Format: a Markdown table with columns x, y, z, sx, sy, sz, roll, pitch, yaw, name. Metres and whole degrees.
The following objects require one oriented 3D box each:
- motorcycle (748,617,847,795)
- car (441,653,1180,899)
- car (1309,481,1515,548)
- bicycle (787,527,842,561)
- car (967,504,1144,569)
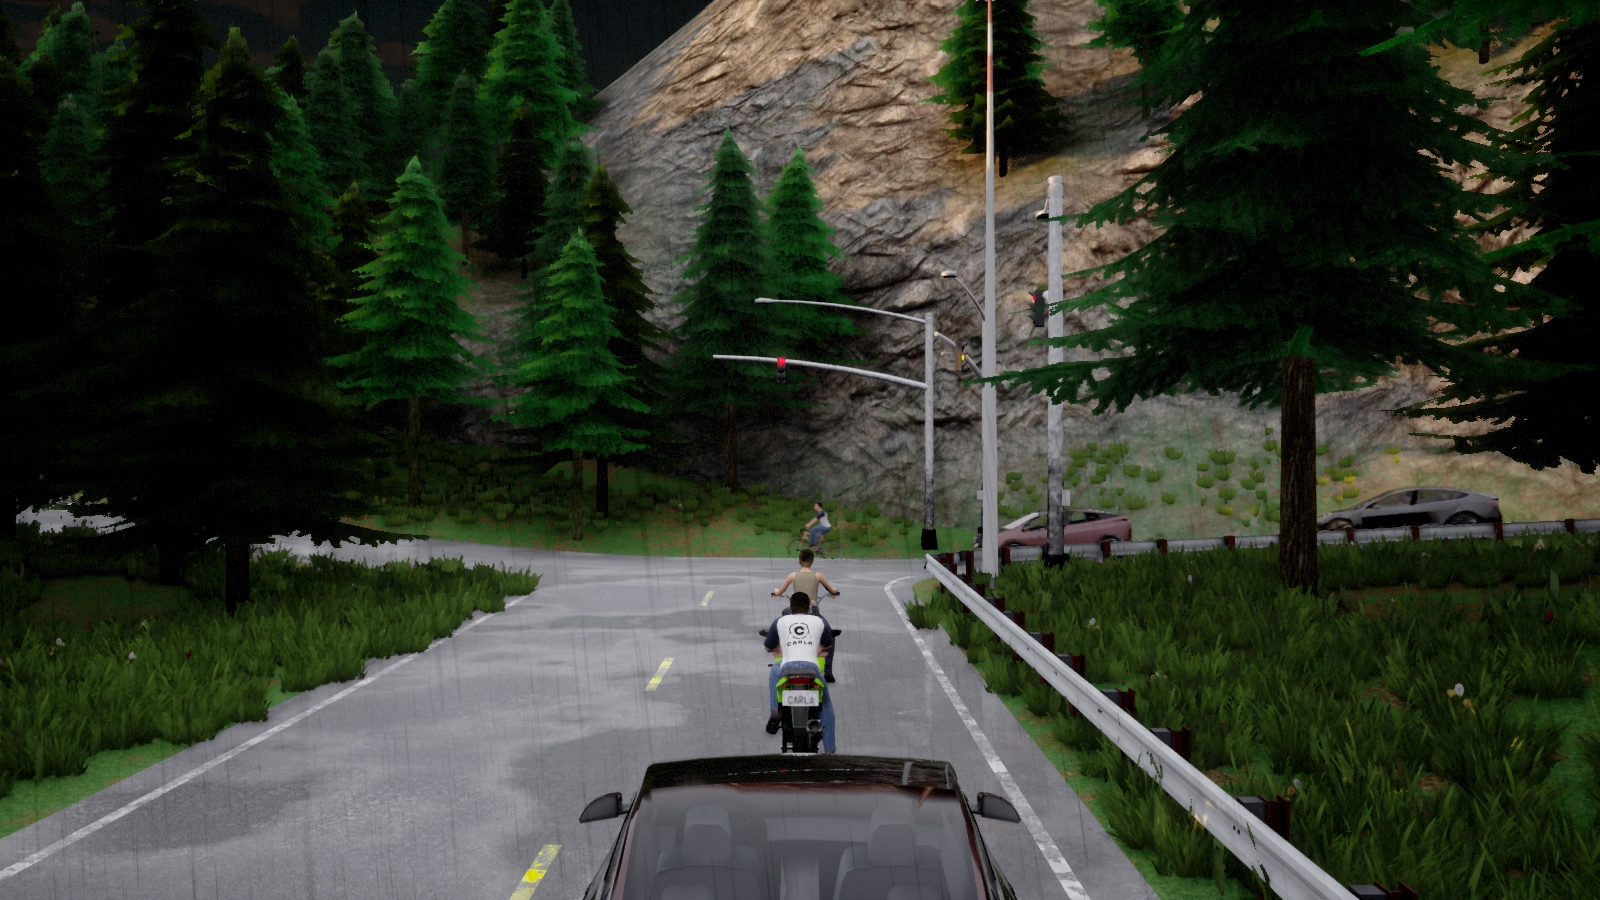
| x | y | z | sx | sy | sz | roll | pitch | yaw | name |
| --- | --- | --- | --- | --- | --- | --- | --- | --- | --- |
| -0.020 | 2.213 | 10.238 | 0.803 | 1.145 | 2.033 | 0 | 0 | 0 | motorcycle |
| 0.029 | 2.063 | 5.012 | 2.163 | 1.488 | 4.792 | 0 | 0 | 0 | car |
| 16.870 | 1.782 | 31.812 | 4.792 | 1.488 | 2.163 | -5 | -2 | 23 | car |
| 0.442 | 2.900 | 35.213 | 1.643 | 1.024 | 0.373 | 1 | -3 | -4 | bicycle |
| 7.345 | 2.479 | 33.160 | 4.514 | 1.525 | 2.007 | -3 | -2 | -5 | car |
